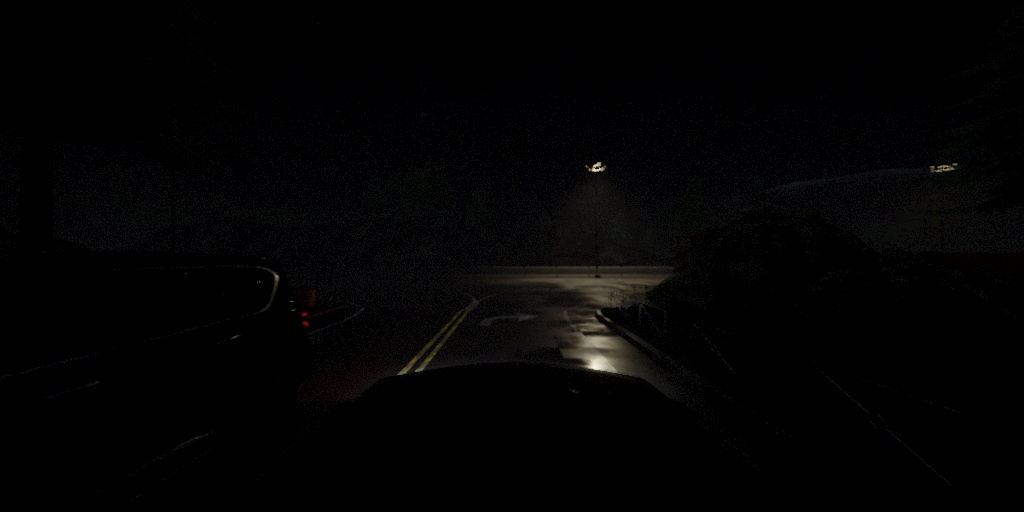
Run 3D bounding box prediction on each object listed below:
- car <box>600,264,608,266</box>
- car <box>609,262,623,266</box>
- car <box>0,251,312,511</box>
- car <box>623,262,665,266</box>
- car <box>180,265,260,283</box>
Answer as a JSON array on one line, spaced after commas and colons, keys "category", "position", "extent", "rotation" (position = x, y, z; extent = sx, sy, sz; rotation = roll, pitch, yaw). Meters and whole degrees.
[{"category": "car", "position": [15.146, 1.599, 53.122], "extent": [5.357, 1.411, 2.033], "rotation": [0, 0, 0]}, {"category": "car", "position": [15.782, 1.585, 46.134], "extent": [5.357, 1.411, 2.033], "rotation": [0, 0, 0]}, {"category": "car", "position": [-3.558, 0.975, 2.166], "extent": [2.150, 2.045, 5.566], "rotation": [0, 0, 0]}, {"category": "car", "position": [16.265, 1.508, 42.637], "extent": [5.008, 1.535, 1.882], "rotation": [0, 0, 0]}, {"category": "car", "position": [-25.569, 1.554, 31.561], "extent": [5.357, 1.411, 2.033], "rotation": [0, 0, -1]}]
